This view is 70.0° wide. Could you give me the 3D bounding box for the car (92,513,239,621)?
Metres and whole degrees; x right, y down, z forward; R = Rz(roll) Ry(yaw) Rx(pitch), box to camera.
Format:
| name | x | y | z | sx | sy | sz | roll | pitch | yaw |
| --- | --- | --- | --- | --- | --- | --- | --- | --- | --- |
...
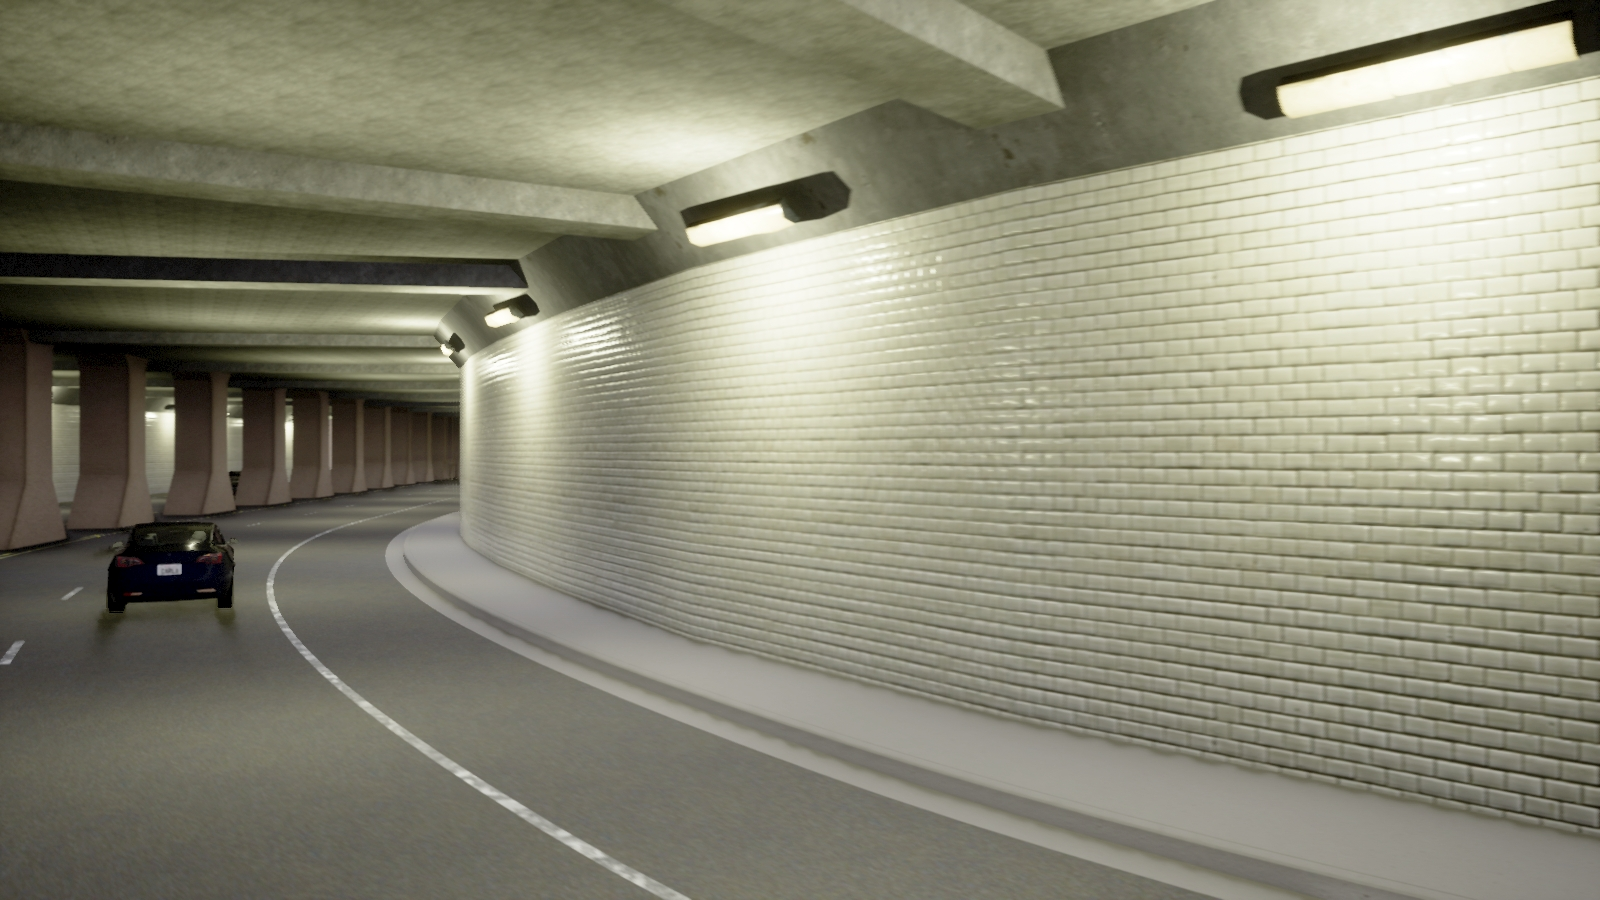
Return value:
| name | x | y | z | sx | sy | sz | roll | pitch | yaw |
| --- | --- | --- | --- | --- | --- | --- | --- | --- | --- |
| car | -11.708 | 2.069 | 21.379 | 2.163 | 1.488 | 4.792 | 0 | 0 | -26 |
